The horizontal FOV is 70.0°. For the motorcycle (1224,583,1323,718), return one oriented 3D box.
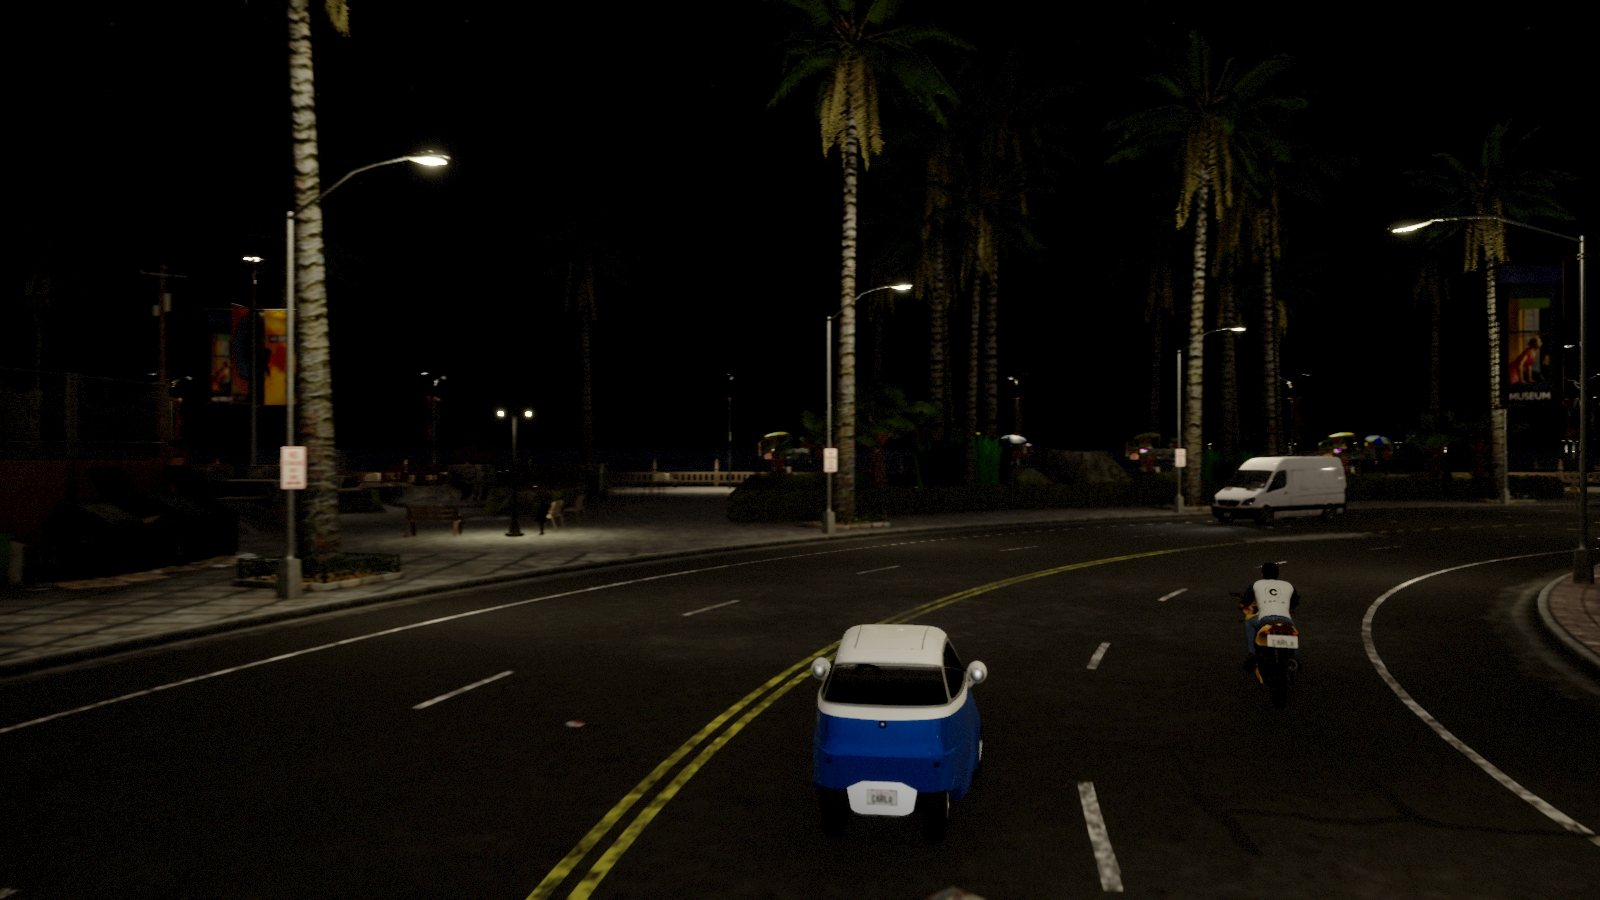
[{"bbox_3d":[5.345,2.218,13.014,0.803,1.145,2.033,1,0,16],"label":"motorcycle"}]

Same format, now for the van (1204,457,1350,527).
[{"bbox_3d":[18.498,1.550,44.203,5.915,2.561,1.988,0,0,-30],"label":"van"}]

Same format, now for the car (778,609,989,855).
[{"bbox_3d":[0.752,2.122,9.124,1.481,1.376,2.207,0,0,9],"label":"car"}]
